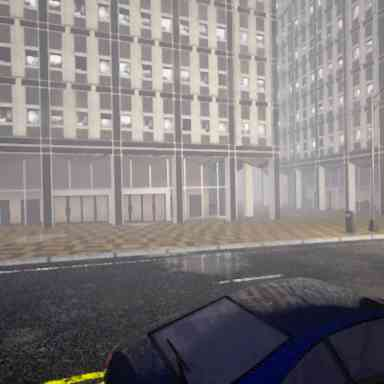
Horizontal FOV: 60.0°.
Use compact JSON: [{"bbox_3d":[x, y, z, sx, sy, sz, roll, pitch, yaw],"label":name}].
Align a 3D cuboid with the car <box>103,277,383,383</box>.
[{"bbox_3d":[1.318,1.560,3.024,4.181,1.385,1.994,0,0,-22],"label":"car"}]
